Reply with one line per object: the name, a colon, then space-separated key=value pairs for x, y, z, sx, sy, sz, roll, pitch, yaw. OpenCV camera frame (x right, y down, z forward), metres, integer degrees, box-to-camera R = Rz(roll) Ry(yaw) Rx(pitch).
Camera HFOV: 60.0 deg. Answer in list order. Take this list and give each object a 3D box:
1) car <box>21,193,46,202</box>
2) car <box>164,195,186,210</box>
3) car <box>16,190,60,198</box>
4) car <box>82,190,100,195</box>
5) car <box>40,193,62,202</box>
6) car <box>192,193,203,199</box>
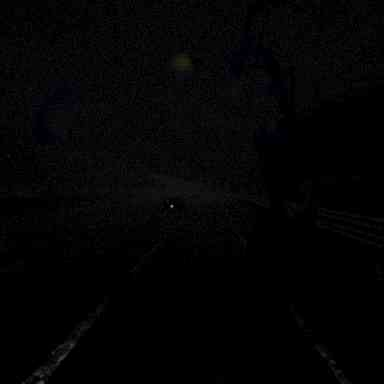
car: x=-28.475 y=0.900 z=59.886 sx=1.837 sy=1.490 sz=4.892 roll=0 pitch=0 yaw=3
car: x=-1.835 y=1.126 z=35.406 sx=1.837 sy=1.490 sz=4.892 roll=0 pitch=1 yaw=3
car: x=-19.077 y=0.737 z=41.587 sx=2.150 sy=2.045 sz=5.566 roll=0 pitch=0 yaw=4
car: x=-17.994 y=0.682 z=59.251 sx=2.150 sy=2.045 sz=5.566 roll=0 pitch=0 yaw=3
car: x=-25.004 y=0.931 z=59.274 sx=1.994 sy=1.385 sz=4.181 roll=0 pitch=0 yaw=3
car: x=0.896 y=0.981 z=82.963 sx=2.033 sy=1.411 sz=5.357 roll=0 pitch=0 yaw=3
